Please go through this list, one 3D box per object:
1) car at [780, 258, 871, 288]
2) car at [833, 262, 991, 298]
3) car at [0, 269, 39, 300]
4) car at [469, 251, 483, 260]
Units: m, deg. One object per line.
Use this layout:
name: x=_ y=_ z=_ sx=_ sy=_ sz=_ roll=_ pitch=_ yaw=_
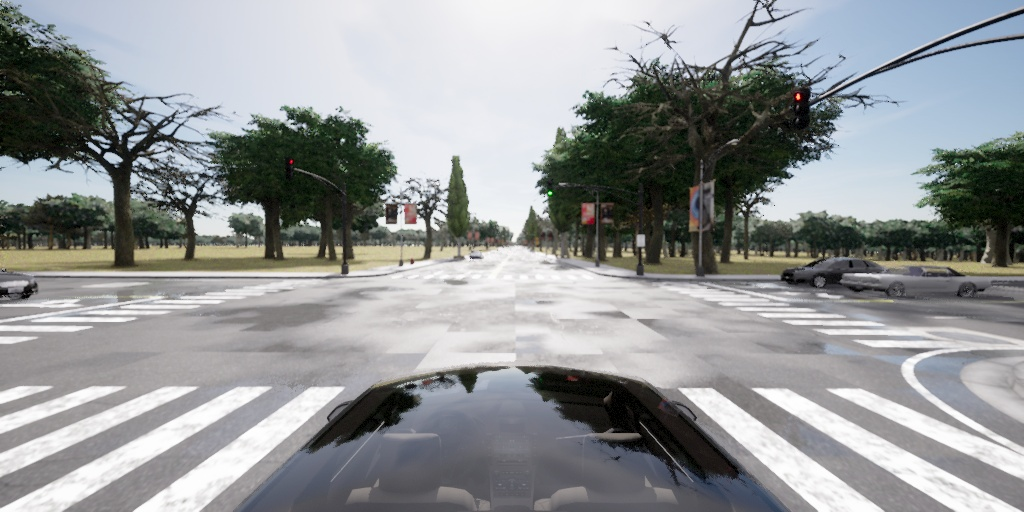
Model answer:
car: x=16.890 y=0.867 z=18.831 sx=4.892 sy=1.490 sz=1.837 roll=0 pitch=2 yaw=0
car: x=17.302 y=1.062 z=15.583 sx=4.718 sy=1.301 sz=1.895 roll=0 pitch=2 yaw=0
car: x=-19.496 y=0.873 z=12.317 sx=4.902 sy=1.511 sz=2.128 roll=1 pitch=2 yaw=0
car: x=-5.771 y=-0.088 z=58.582 sx=2.033 sy=1.411 sz=5.357 roll=0 pitch=1 yaw=1
